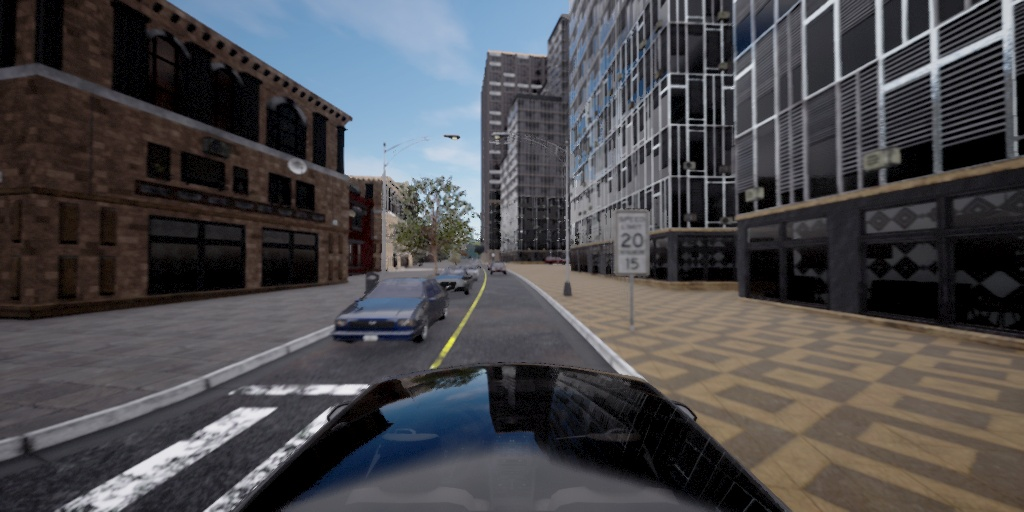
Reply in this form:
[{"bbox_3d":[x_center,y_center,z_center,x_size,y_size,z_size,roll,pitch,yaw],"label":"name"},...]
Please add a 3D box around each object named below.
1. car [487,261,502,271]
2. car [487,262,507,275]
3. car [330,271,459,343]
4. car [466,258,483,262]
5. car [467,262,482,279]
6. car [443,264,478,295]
[{"bbox_3d":[-2.579,1.448,51.703,1.895,1.301,4.718,0,0,-6],"label":"car"},{"bbox_3d":[-1.583,1.375,40.731,2.033,1.411,5.357,0,0,-5],"label":"car"},{"bbox_3d":[-2.958,1.317,10.065,2.033,1.411,5.357,0,0,-1],"label":"car"},{"bbox_3d":[-4.746,1.014,45.504,2.128,1.511,4.902,0,0,-5],"label":"car"},{"bbox_3d":[-3.729,1.409,30.266,1.895,1.301,4.718,0,0,-4],"label":"car"},{"bbox_3d":[-3.237,1.353,20.098,1.994,1.385,4.181,0,0,-1],"label":"car"}]
